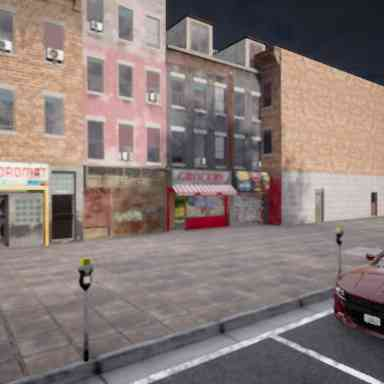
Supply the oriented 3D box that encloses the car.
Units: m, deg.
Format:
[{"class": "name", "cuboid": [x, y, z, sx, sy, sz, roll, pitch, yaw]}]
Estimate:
[{"class": "car", "cuboid": [4.314, 1.505, 5.887, 4.507, 1.381, 1.887, 0, 0, -36]}]
